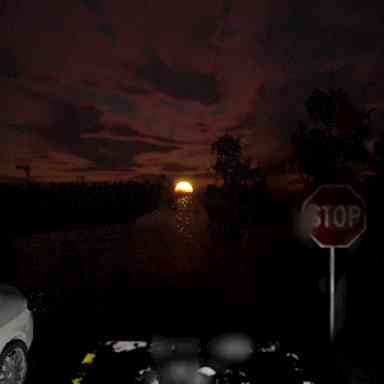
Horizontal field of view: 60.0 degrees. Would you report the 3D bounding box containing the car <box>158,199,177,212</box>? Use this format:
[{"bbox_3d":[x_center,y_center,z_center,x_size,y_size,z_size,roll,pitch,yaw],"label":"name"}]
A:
[{"bbox_3d":[-2.812,1.531,39.177,1.812,1.442,4.674,0,0,0],"label":"car"}]

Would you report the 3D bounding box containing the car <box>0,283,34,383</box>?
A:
[{"bbox_3d":[-2.754,1.526,2.164,1.812,1.442,4.674,0,0,0],"label":"car"}]
